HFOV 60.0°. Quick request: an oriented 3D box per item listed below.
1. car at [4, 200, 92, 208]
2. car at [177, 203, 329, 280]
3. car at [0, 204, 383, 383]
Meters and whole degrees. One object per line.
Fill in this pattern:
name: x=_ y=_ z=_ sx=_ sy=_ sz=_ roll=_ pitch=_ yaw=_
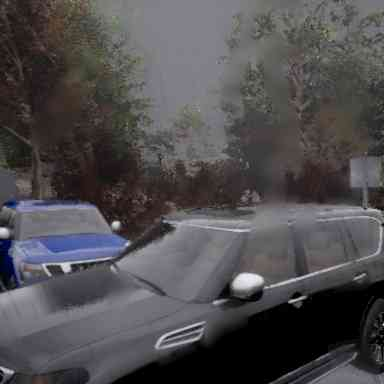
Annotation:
car: x=-3.038 y=1.221 z=7.389 sx=2.435 sy=2.045 sz=5.566 roll=0 pitch=0 yaw=-36
car: x=1.689 y=1.311 z=10.716 sx=2.185 sy=1.767 sz=4.553 roll=1 pitch=0 yaw=-36
car: x=0.478 y=1.210 z=4.024 sx=5.566 sy=2.045 sz=2.150 roll=0 pitch=0 yaw=-35
